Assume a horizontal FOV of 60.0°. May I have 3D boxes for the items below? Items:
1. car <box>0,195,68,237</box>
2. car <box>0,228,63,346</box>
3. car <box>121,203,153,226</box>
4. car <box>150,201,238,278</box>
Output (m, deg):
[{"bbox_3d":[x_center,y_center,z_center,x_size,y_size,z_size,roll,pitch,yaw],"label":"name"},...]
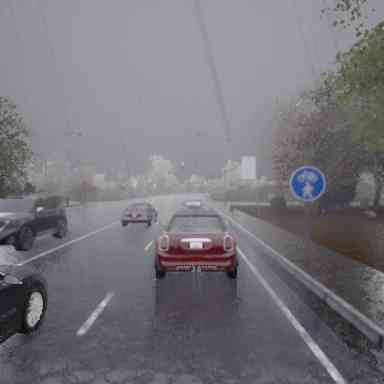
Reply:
[{"bbox_3d":[-7.095,1.156,13.961,2.150,2.045,5.566,0,0,0],"label":"car"},{"bbox_3d":[-3.399,1.487,3.804,1.837,1.490,4.892,0,0,0],"label":"car"},{"bbox_3d":[-3.397,1.445,22.152,2.033,1.411,5.357,0,0,0],"label":"car"},{"bbox_3d":[0.102,1.303,10.169,2.097,1.767,4.553,0,0,0],"label":"car"}]
